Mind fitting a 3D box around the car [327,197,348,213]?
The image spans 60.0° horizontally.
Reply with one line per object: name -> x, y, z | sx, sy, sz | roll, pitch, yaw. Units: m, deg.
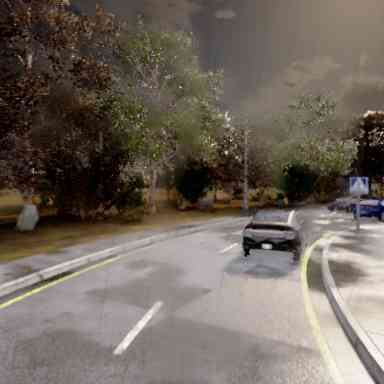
car -> 15.233, 1.252, 32.881 | 2.033, 1.411, 5.357 | 2, 1, 44

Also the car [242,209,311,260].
car -> 3.159, 1.371, 12.063 | 2.128, 1.511, 4.902 | 1, 1, 23

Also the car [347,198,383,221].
car -> 14.027, 1.281, 25.607 | 1.882, 1.535, 5.008 | 1, 1, 43
